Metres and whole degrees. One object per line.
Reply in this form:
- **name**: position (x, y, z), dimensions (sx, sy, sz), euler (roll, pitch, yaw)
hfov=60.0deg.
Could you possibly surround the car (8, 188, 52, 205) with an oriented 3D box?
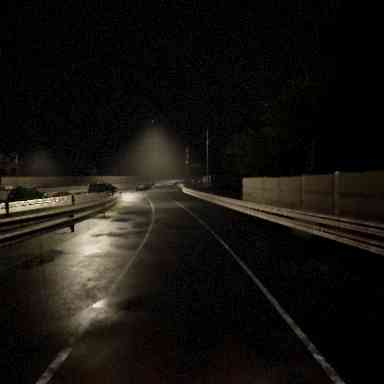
- **car**: position (-21.869, 0.505, 44.412), dimensions (2.150, 2.045, 5.566), euler (0, 3, 13)

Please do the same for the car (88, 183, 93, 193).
- **car**: position (-19.540, -0.828, 69.506), dimensions (2.150, 2.045, 5.566), euler (0, 3, 13)

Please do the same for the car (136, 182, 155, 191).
- **car**: position (-10.901, -0.887, 75.641), dimensions (2.033, 1.411, 5.357), euler (0, 3, 13)

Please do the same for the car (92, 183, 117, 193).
- **car**: position (-16.823, -0.654, 65.785), dimensions (2.150, 2.045, 5.566), euler (0, 3, 13)

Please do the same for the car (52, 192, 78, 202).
- **car**: position (-17.786, 0.675, 46.488), dimensions (1.812, 1.442, 4.674), euler (0, 3, 13)
